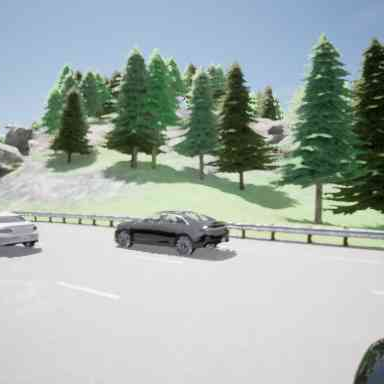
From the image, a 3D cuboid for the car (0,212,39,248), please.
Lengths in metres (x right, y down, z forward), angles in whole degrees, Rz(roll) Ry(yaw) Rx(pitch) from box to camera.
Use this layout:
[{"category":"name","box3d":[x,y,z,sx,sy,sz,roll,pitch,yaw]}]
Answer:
[{"category":"car","box3d":[-8.032,1.509,13.276,4.674,1.442,1.812,0,0,32]}]

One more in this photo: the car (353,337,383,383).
[{"category":"car","box3d":[3.041,1.557,1.729,4.181,1.385,1.994,0,0,36]}]

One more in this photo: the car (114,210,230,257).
[{"category":"car","box3d":[-0.923,1.469,12.918,4.902,1.511,2.128,0,0,33]}]
